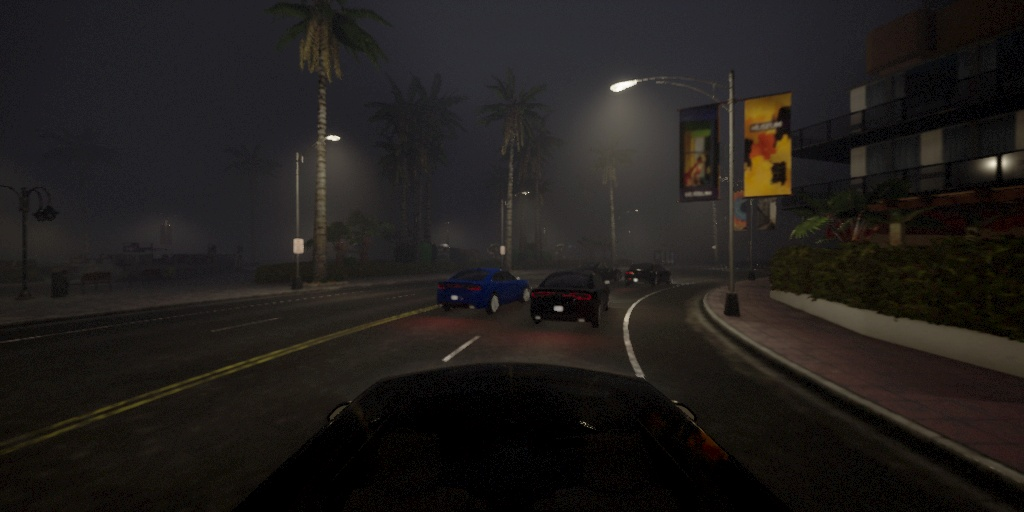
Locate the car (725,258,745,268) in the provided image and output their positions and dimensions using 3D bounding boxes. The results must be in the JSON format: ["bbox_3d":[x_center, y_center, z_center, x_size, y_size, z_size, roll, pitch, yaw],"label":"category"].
[{"bbox_3d":[34.407,1.069,53.947,4.902,1.511,2.128,0,0,-20],"label":"car"}]

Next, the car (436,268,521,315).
[{"bbox_3d":[-0.875,1.191,13.700,1.882,1.535,5.008,0,0,23],"label":"car"}]

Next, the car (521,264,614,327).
[{"bbox_3d":[2.049,1.196,11.614,1.882,1.535,5.008,0,0,20],"label":"car"}]

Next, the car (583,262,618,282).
[{"bbox_3d":[6.117,1.166,25.533,2.128,1.511,4.902,0,0,40],"label":"car"}]

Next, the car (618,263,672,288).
[{"bbox_3d":[9.038,1.185,23.586,1.837,1.490,4.892,0,1,40],"label":"car"}]

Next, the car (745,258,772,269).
[{"bbox_3d":[35.925,1.090,50.779,4.892,1.490,1.837,0,0,-20],"label":"car"}]
